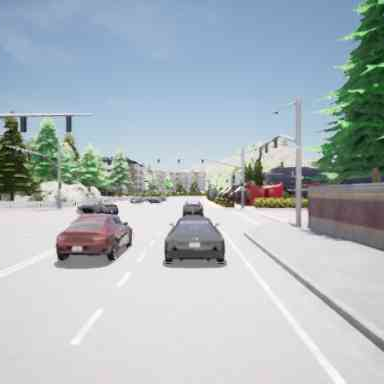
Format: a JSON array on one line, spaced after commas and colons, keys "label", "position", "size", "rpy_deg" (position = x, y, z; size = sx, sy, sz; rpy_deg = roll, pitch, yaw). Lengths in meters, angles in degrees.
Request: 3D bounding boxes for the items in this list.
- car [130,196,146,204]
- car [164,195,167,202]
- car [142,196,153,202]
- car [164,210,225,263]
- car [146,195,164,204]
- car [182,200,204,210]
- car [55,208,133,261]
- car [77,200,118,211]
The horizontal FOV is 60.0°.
[{"label": "car", "position": [-10.529, 1.529, 63.148], "size": [2.128, 1.511, 4.902], "rpy_deg": [0, 0, 1]}, {"label": "car", "position": [-7.003, 1.544, 78.778], "size": [1.837, 1.490, 4.892], "rpy_deg": [0, 0, 0]}, {"label": "car", "position": [-10.503, 1.640, 78.732], "size": [1.895, 1.301, 4.718], "rpy_deg": [0, 0, 0]}, {"label": "car", "position": [0.085, 1.570, 12.010], "size": [1.994, 1.385, 4.181], "rpy_deg": [0, 0, 0]}, {"label": "car", "position": [-7.026, 1.637, 63.107], "size": [1.895, 1.301, 4.718], "rpy_deg": [0, 0, 1]}, {"label": "car", "position": [0.092, 1.498, 31.144], "size": [2.128, 1.511, 4.902], "rpy_deg": [0, 0, 0]}, {"label": "car", "position": [-3.415, 1.533, 12.212], "size": [1.812, 1.442, 4.674], "rpy_deg": [0, 0, 0]}, {"label": "car", "position": [-8.504, 1.487, 29.744], "size": [4.902, 1.511, 2.128], "rpy_deg": [0, -1, 44]}]
